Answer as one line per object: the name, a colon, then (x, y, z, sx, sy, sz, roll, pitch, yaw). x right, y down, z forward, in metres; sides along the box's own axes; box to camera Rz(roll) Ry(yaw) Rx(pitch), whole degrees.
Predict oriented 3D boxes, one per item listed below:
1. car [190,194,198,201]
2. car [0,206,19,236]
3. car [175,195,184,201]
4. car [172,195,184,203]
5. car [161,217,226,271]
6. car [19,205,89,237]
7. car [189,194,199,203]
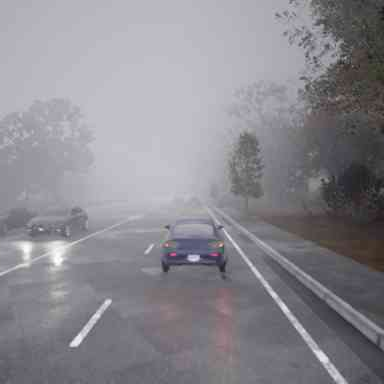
car: (0.517, 1.317, 78.972, 1.882, 1.535, 5.008, 0, 0, 0)
car: (-10.478, 1.521, 18.603, 2.033, 1.411, 5.357, 0, 0, 0)
car: (-2.983, 1.357, 78.996, 1.812, 1.442, 4.674, 0, 0, 0)
car: (-3.049, 1.523, 68.961, 1.994, 1.385, 4.181, 0, 0, 0)
car: (0.063, 1.523, 10.817, 1.812, 1.442, 4.674, 0, 0, 0)
car: (-6.983, 1.485, 17.841, 1.837, 1.490, 4.892, 0, 0, 0)
car: (0.448, 1.479, 68.555, 1.837, 1.490, 4.892, 0, 0, 0)
